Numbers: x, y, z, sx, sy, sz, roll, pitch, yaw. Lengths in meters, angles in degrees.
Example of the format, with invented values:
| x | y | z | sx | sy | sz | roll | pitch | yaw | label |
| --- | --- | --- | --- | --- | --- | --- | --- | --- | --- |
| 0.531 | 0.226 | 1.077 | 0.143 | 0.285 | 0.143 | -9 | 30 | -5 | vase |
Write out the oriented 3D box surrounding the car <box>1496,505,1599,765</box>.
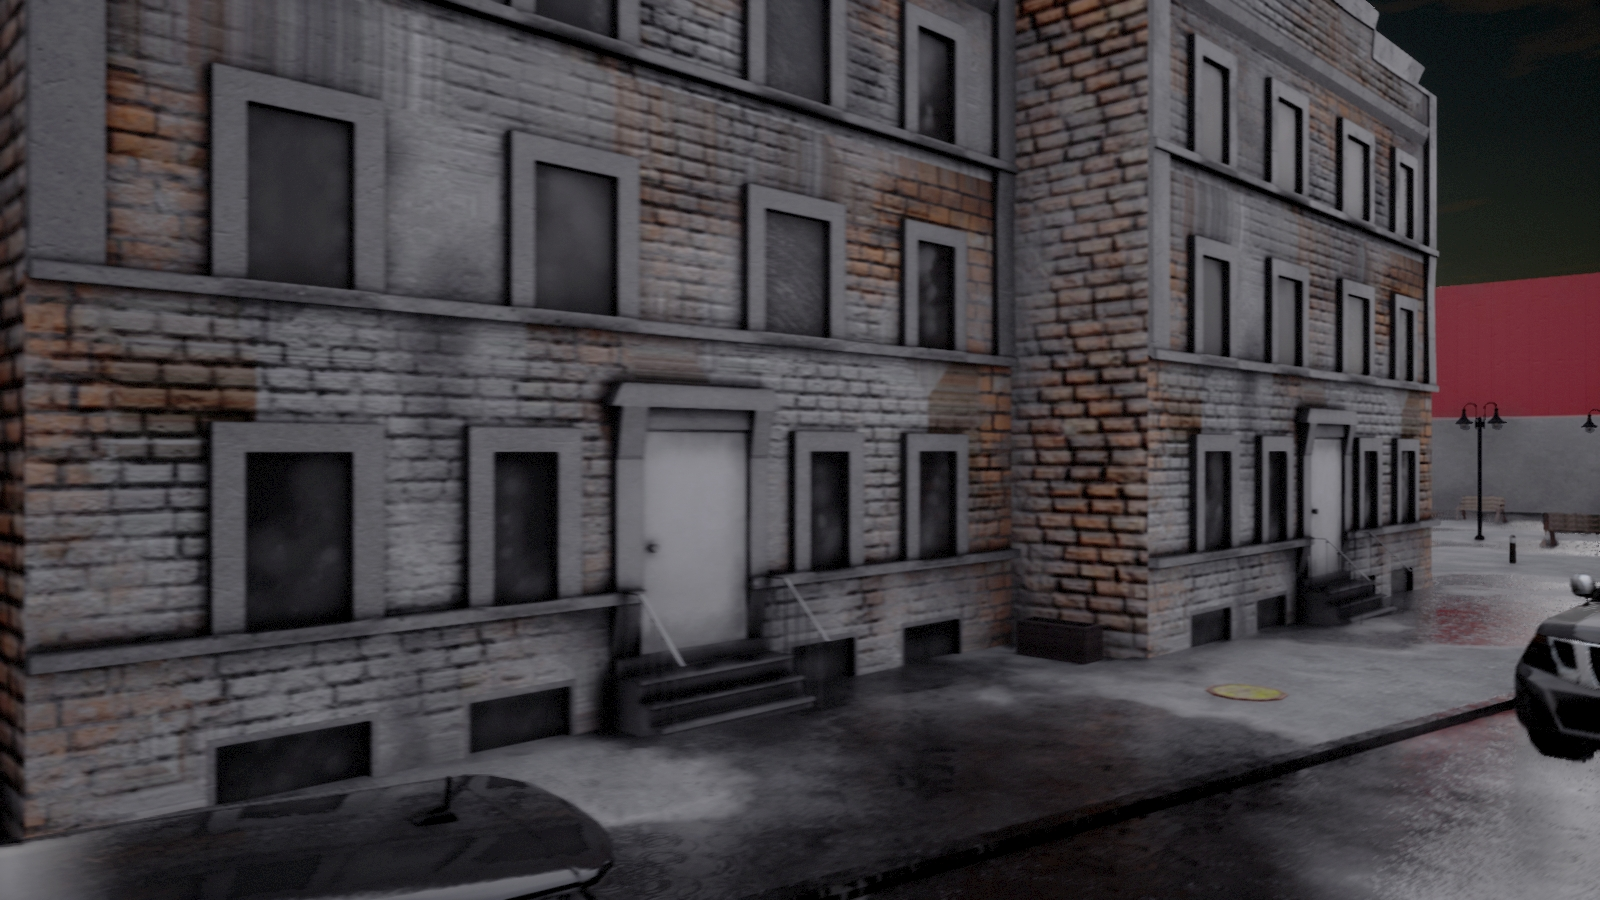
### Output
| x | y | z | sx | sy | sz | roll | pitch | yaw | label |
| --- | --- | --- | --- | --- | --- | --- | --- | --- | --- |
| 8.972 | 1.562 | 10.713 | 5.566 | 2.045 | 2.150 | 0 | 0 | -35 | car |

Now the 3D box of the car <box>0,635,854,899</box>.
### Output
| x | y | z | sx | sy | sz | roll | pitch | yaw | label |
| --- | --- | --- | --- | --- | --- | --- | --- | --- | --- |
| -2.309 | 1.686 | 2.782 | 4.553 | 1.767 | 2.097 | 0 | 0 | -35 | car |
